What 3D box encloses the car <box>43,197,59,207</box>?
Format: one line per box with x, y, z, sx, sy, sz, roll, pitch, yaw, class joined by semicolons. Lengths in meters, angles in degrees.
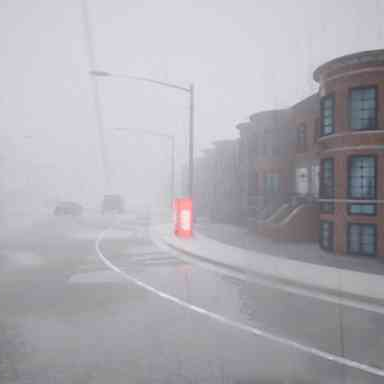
-21.396;1.579;51.268;1.837;1.490;4.892;1;-1;-7;car

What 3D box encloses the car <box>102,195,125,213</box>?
-9.092;1.361;38.654;2.150;2.045;5.566;1;0;-7;car

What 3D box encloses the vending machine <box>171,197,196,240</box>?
-0.420;1.301;16.627;1.100;2.100;0.880;1;0;-11;vending machine

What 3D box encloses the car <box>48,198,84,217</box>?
-11.799;1.612;32.080;2.033;1.411;5.357;1;0;-7;car
